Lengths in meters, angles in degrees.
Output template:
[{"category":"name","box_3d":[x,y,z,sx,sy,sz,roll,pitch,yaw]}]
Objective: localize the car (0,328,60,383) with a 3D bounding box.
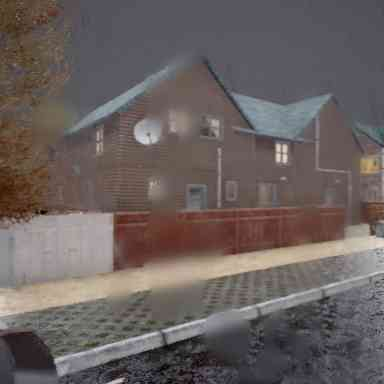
[{"category":"car","box_3d":[-2.909,1.481,0.995,4.902,1.511,2.128,0,0,-35]}]
